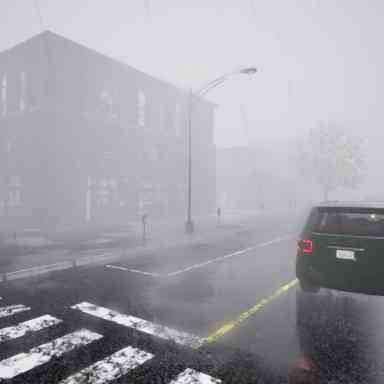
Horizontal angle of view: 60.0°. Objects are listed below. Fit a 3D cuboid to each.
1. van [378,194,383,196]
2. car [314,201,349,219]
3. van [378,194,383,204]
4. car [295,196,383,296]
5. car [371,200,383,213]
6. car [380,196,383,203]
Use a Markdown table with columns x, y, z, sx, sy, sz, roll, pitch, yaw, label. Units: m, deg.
| x | y | z | sx | sy | sz | roll | pitch | yaw | label |
| --- | --- | --- | --- | --- | --- | --- | --- | --- | --- |
| 28.506 | 1.354 | 52.304 | 1.690 | 1.788 | 3.998 | 1 | 1 | 35 | van |
| 12.518 | 1.575 | 29.665 | 1.947 | 1.339 | 4.313 | 1 | 0 | 35 | car |
| 38.097 | 1.353 | 65.888 | 1.690 | 1.788 | 3.998 | 1 | 1 | 35 | van |
| 4.312 | 1.224 | 8.193 | 2.150 | 2.045 | 5.566 | 0 | 0 | 35 | car |
| 22.131 | 1.613 | 38.632 | 1.895 | 1.301 | 4.718 | 0 | 0 | 35 | car |
| 41.292 | 1.561 | 70.418 | 2.008 | 1.369 | 4.403 | 1 | 1 | 35 | car |
